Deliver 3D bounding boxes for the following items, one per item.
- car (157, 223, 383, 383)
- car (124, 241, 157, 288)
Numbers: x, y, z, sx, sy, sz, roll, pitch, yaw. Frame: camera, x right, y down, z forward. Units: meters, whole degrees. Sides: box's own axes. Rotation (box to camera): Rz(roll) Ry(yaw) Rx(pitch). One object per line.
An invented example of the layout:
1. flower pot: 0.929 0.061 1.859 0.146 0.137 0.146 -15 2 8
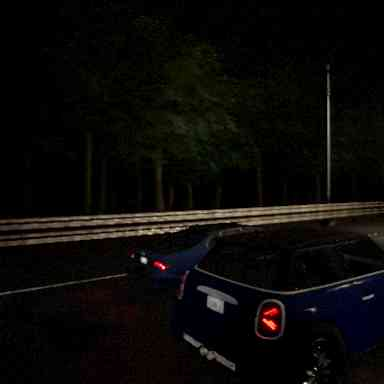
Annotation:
1. car: 2.005 1.344 5.174 4.553 1.767 2.097 0 0 -35
2. car: 0.983 1.535 8.742 5.357 1.411 2.033 0 0 -35
